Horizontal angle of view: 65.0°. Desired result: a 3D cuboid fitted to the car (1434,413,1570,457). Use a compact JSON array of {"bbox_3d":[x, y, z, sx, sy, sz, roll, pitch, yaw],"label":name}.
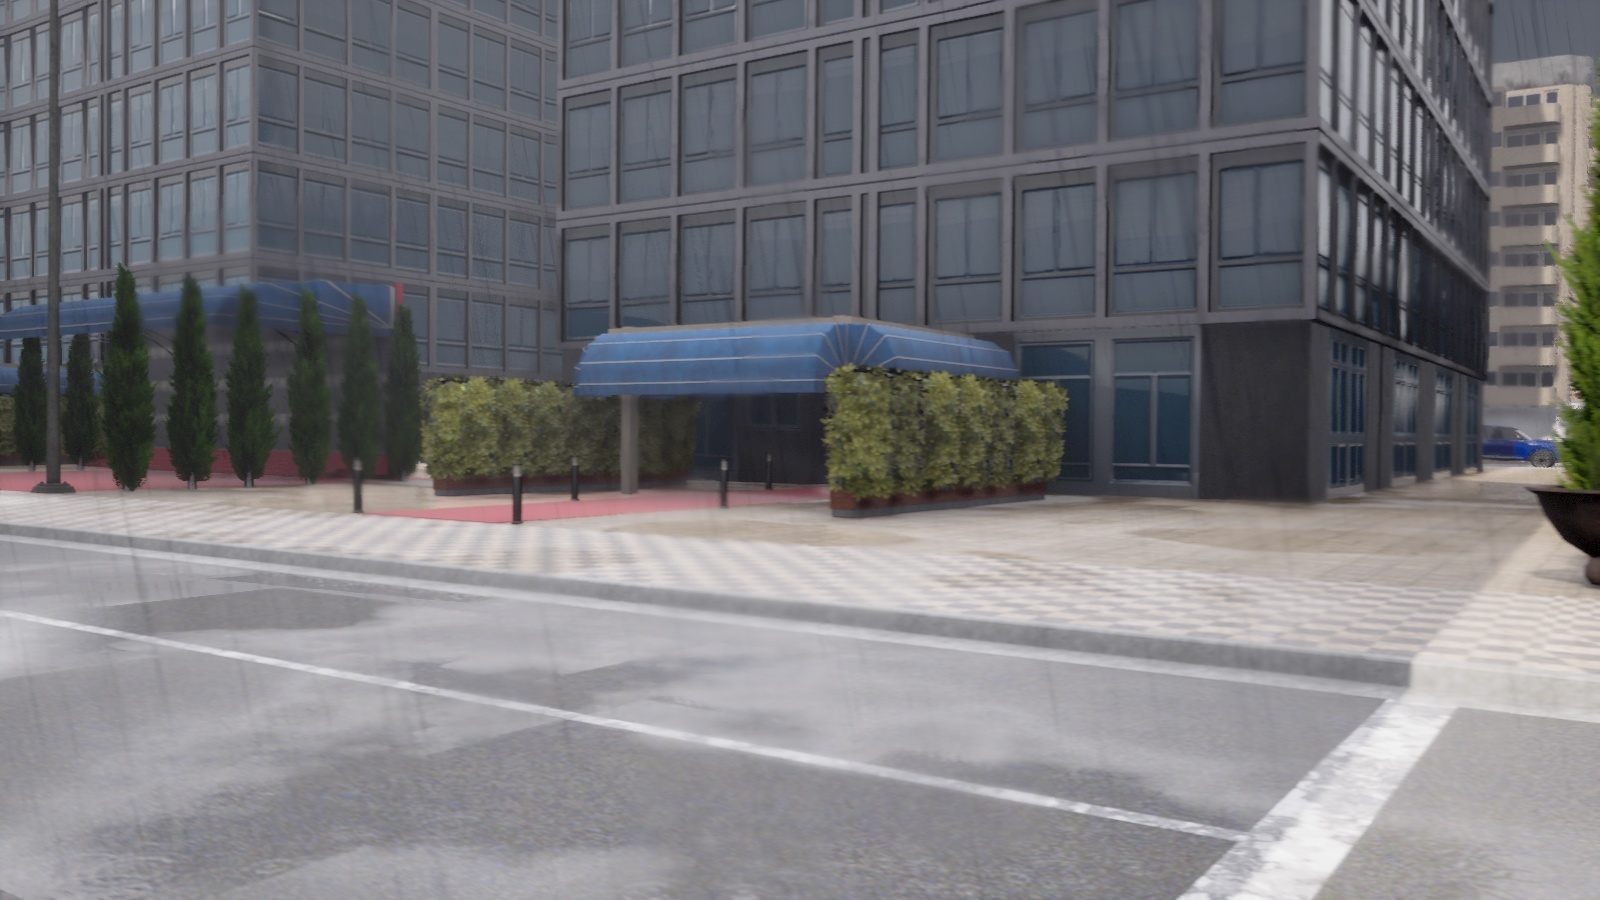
[{"bbox_3d":[33.889,-0.744,60.677,5.566,2.045,2.150,1,1,35],"label":"car"}]
